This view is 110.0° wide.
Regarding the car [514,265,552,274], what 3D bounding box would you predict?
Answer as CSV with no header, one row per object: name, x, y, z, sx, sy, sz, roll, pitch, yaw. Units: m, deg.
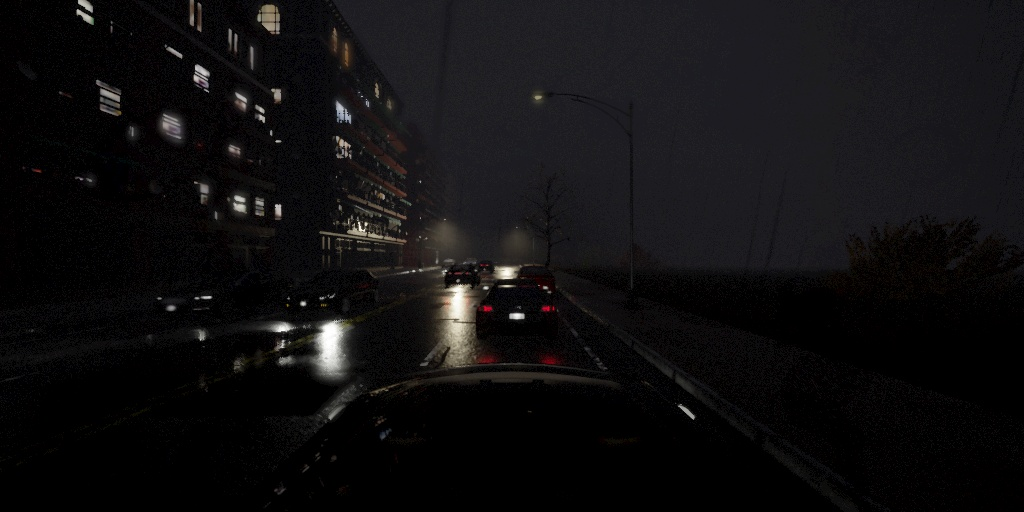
car,1.149,1.229,18.938,1.882,1.535,5.008,0,0,0

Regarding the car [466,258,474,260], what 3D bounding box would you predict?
car,-6.546,1.099,56.993,2.097,1.767,4.553,0,0,0

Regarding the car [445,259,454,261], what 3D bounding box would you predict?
car,-9.800,1.238,56.200,2.128,1.511,4.902,0,0,0

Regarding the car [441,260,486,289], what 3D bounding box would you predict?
car,-3.135,1.242,23.370,2.128,1.511,4.902,0,0,0

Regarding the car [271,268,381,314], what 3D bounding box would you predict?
car,-6.592,1.256,13.748,1.837,1.490,4.892,0,0,0

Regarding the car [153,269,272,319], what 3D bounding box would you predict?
car,-9.843,1.242,12.806,2.128,1.511,4.902,0,0,0

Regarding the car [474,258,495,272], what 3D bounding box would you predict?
car,-3.119,1.252,43.087,1.837,1.490,4.892,0,0,0

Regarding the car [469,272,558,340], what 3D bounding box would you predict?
car,0.107,1.315,10.018,1.994,1.385,4.181,0,0,0
